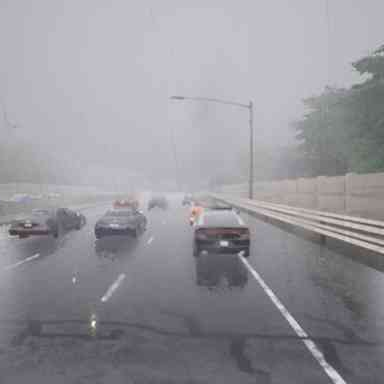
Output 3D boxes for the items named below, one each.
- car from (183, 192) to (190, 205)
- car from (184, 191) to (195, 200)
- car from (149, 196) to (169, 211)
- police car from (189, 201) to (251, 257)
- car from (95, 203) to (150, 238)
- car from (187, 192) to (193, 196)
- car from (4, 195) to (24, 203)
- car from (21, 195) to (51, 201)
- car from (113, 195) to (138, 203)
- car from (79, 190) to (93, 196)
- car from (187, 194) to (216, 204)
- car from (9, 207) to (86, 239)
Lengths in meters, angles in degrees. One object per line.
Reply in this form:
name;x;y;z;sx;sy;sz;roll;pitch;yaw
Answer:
car;-0.331;1.168;47.731;1.994;1.385;4.181;0;1;0
car;-0.472;0.716;66.918;2.097;1.767;4.553;0;1;0
car;-3.658;1.236;36.720;1.837;1.490;4.892;0;0;0
police car;0.962;1.355;12.746;1.930;1.638;5.238;0;0;0
car;-3.519;1.467;17.031;1.994;1.385;4.181;0;0;0
car;0.849;1.164;28.603;2.097;1.767;4.553;0;1;0
car;-21.384;1.156;41.329;1.882;1.535;5.008;0;1;0
car;-17.875;1.301;39.507;1.895;1.301;4.718;0;1;0
car;-7.155;1.091;36.225;2.097;1.767;4.553;0;1;0
car;-25.055;0.428;78.541;2.150;2.045;5.566;0;0;0
car;0.891;1.214;22.604;2.097;1.767;4.553;0;0;0
car;-7.017;1.452;16.756;2.033;1.411;5.357;0;0;0
